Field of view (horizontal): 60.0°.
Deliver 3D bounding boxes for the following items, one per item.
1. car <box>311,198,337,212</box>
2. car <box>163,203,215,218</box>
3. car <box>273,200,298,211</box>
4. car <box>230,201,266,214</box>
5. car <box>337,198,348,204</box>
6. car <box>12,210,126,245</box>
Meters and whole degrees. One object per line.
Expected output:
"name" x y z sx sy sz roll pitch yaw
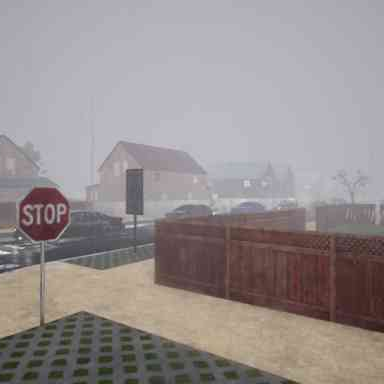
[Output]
"car" 16.860 1.797 43.218 2.128 1.511 4.902 0 0 35
"car" -0.122 1.630 24.358 1.837 1.490 4.892 0 0 35
"car" 11.523 1.749 40.718 2.128 1.511 4.902 0 0 35
"car" 5.466 1.664 32.224 1.882 1.535 5.008 0 0 35
"car" 22.899 1.733 51.684 2.097 1.767 4.553 0 0 32
"car" -5.789 1.615 16.436 2.033 1.411 5.357 0 0 37
